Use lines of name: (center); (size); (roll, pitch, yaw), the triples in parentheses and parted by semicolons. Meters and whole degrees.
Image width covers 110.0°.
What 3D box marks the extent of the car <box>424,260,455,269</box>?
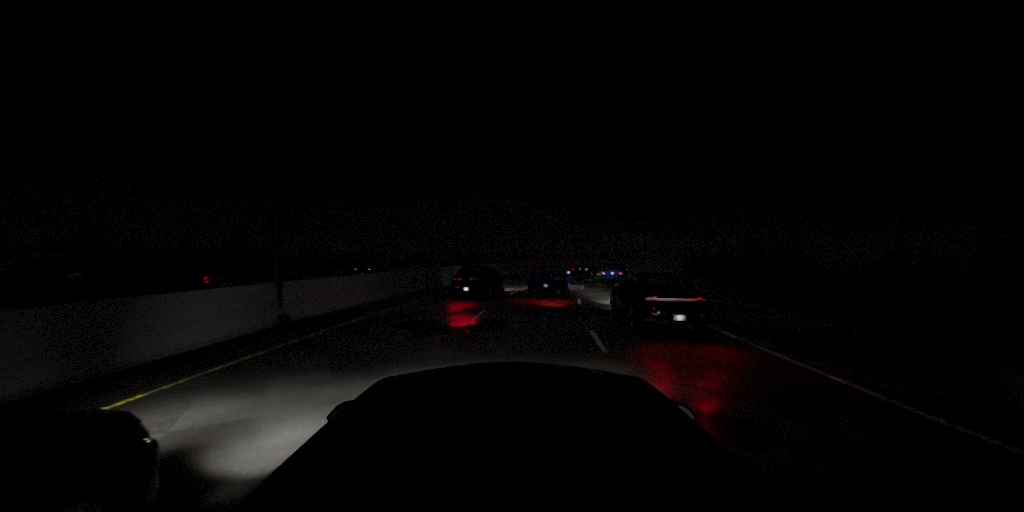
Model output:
car: (-7.340, 1.166, 37.588); (2.128, 1.511, 4.902); (0, 0, 21)

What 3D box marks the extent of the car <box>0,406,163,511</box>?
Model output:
car: (-3.291, 1.236, 0.420); (1.837, 1.490, 4.892); (0, 0, -1)

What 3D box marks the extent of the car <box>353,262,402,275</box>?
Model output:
car: (-12.459, 1.246, 33.462); (1.895, 1.301, 4.718); (0, 0, 18)

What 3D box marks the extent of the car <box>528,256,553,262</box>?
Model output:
car: (4.270, 0.940, 53.630); (2.150, 2.045, 5.566); (0, 0, 31)

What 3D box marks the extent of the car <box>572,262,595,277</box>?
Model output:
car: (7.499, 1.312, 36.725); (2.033, 1.411, 5.357); (0, 0, 23)

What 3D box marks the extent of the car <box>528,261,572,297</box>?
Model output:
car: (2.046, 1.225, 19.189); (1.882, 1.535, 5.008); (0, 0, 11)

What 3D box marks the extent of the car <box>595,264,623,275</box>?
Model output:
car: (8.198, 1.324, 28.812); (2.033, 1.411, 5.357); (0, 0, 19)

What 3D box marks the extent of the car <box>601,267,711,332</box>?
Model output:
car: (4.262, 1.260, 10.959); (2.128, 1.511, 4.902); (0, 0, 6)

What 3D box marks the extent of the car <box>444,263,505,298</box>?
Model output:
car: (-1.639, 1.230, 18.485); (1.837, 1.490, 4.892); (0, 0, 10)

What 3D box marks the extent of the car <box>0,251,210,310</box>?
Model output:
car: (-10.237, 0.902, 8.441); (2.150, 2.045, 5.566); (0, 0, 5)
